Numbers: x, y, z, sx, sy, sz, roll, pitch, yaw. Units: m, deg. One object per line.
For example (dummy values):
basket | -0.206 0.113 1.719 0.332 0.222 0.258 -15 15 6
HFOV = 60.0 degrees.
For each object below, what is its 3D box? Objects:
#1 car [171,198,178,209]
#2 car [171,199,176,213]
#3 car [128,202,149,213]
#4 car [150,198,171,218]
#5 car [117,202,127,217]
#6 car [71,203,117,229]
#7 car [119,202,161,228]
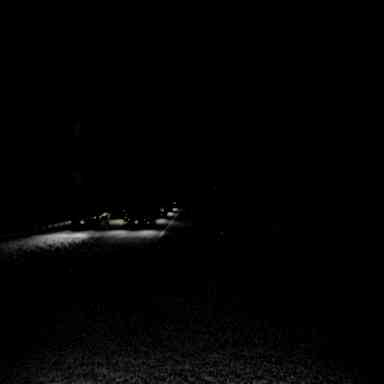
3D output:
car | -3.479 1.814 54.656 2.097 1.767 4.553 0 0 1
car | -3.533 1.926 42.859 1.994 1.385 4.181 0 0 0
car | -7.022 1.974 44.135 1.895 1.301 4.718 0 0 0
car | -3.564 1.631 32.966 2.097 1.767 4.553 0 0 0
car | -7.064 1.759 33.218 1.882 1.535 5.008 0 0 0
car | -7.086 1.693 23.733 2.128 1.511 4.902 0 0 -2
car | -3.577 1.707 23.808 1.837 1.490 4.892 0 0 0
